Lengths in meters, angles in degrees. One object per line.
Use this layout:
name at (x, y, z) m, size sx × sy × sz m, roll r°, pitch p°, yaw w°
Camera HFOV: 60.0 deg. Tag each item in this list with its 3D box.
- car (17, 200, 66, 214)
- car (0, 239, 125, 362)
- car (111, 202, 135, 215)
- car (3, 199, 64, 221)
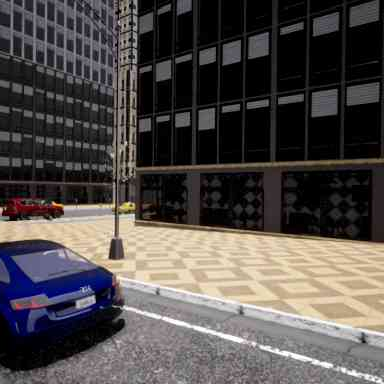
car at (-17.332, 1.642, 38.515) m, size 1.752 × 1.417 × 4.829 m, roll 1°, pitch 0°, yaw 36°
car at (-3.195, 1.561, 5.944) m, size 4.181 × 1.385 × 1.994 m, roll 0°, pitch 0°, yaw 34°
car at (-7.036, 1.830, 38.390) m, size 1.752 × 1.417 × 4.829 m, roll 1°, pitch 0°, yaw 36°
car at (-13.799, 1.519, 29.153) m, size 2.192 × 1.841 × 5.009 m, roll 1°, pitch 0°, yaw 36°
